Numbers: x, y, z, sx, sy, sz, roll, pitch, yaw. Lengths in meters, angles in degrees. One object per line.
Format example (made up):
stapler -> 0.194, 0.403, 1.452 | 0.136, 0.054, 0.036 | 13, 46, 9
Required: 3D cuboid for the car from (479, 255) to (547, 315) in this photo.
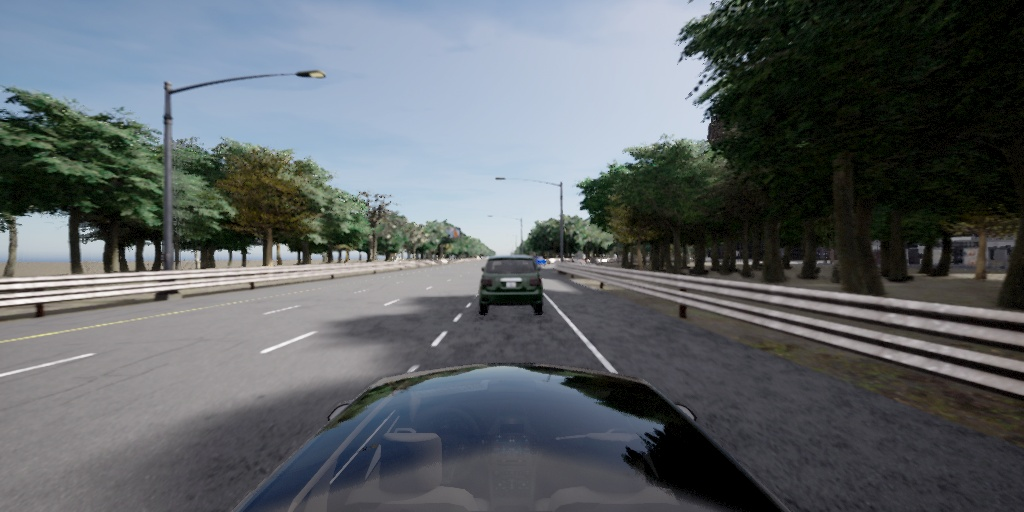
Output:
car -> -0.036, 0.992, 13.870 | 2.150, 2.045, 5.566 | 0, 0, 0
